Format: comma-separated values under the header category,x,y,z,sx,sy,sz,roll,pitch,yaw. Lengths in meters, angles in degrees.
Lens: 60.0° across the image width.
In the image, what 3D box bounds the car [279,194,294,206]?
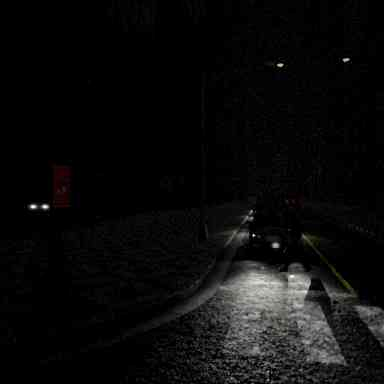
category,x,y,z,sx,sy,sz,roll,pitch,yaw
car,16.479,1.313,58.253,2.150,2.045,5.566,0,0,13

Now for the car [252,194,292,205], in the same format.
category,x,y,z,sx,sy,sz,roll,pitch,yaw
car,5.418,1.244,23.004,2.150,2.045,5.566,0,0,13

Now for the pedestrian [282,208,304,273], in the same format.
category,x,y,z,sx,sy,sz,roll,pitch,yaw
pedestrian,2.794,1.302,9.231,0.375,1.860,0.375,1,-1,12

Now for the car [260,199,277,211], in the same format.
category,x,y,z,sx,sy,sz,roll,pitch,yaw
car,9.779,1.620,42.516,1.994,1.385,4.181,0,0,13

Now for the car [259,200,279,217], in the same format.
category,x,y,z,sx,sy,sz,roll,pitch,yaw
car,7.578,1.562,32.733,1.812,1.442,4.674,0,0,12

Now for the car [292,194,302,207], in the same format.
category,x,y,z,sx,sy,sz,roll,pitch,yaw
car,13.680,1.284,45.561,2.150,2.045,5.566,0,0,13

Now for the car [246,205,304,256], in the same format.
category,x,y,z,sx,sy,sz,roll,pitch,yaw
car,3.290,1.503,13.381,2.128,1.511,4.902,0,0,12
